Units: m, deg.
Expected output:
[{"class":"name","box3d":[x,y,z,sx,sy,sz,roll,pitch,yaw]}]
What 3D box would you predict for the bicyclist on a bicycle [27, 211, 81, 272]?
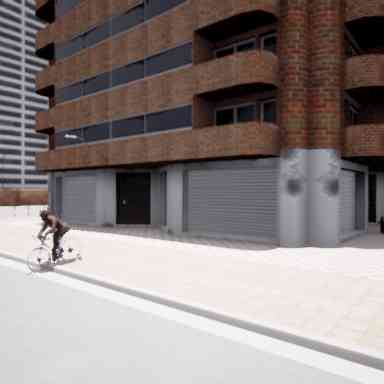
[{"class":"bicyclist on a bicycle","box3d":[-3.943,1.327,9.449,0.582,1.620,1.656,0,8,39]}]
